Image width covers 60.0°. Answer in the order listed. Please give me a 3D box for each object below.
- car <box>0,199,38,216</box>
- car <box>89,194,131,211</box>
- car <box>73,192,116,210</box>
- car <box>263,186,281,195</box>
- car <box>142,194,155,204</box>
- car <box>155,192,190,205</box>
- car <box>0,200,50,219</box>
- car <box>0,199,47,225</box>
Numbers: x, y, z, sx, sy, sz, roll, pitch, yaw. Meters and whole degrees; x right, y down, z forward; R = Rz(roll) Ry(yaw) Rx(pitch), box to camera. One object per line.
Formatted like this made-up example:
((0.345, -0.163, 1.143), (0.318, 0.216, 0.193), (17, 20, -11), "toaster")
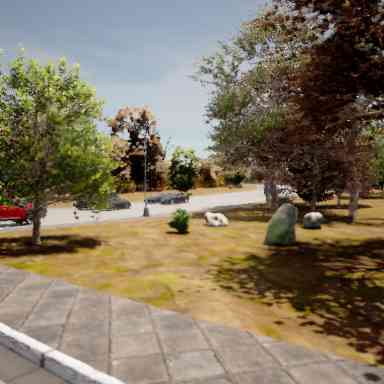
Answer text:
((-17.640, 1.459, 31.953), (1.837, 1.490, 4.892), (0, 1, 39), "car")
((-8.842, 1.311, 37.324), (1.994, 1.385, 4.181), (0, 2, 39), "car")
((-11.393, 0.961, 39.742), (2.150, 2.045, 5.566), (0, 2, 38), "car")
((14.700, -0.304, 61.251), (1.882, 1.535, 5.008), (0, 3, 36), "car")
((-4.720, 0.876, 48.035), (2.033, 1.411, 5.357), (0, 3, 39), "car")
((-2.329, 0.857, 45.424), (1.837, 1.490, 4.892), (0, 3, 39), "car")
((-15.108, 1.522, 29.514), (1.994, 1.385, 4.181), (0, 1, 39), "car")
((-12.615, 1.218, 21.616), (2.150, 2.045, 5.566), (-1, 0, 39), "car")
